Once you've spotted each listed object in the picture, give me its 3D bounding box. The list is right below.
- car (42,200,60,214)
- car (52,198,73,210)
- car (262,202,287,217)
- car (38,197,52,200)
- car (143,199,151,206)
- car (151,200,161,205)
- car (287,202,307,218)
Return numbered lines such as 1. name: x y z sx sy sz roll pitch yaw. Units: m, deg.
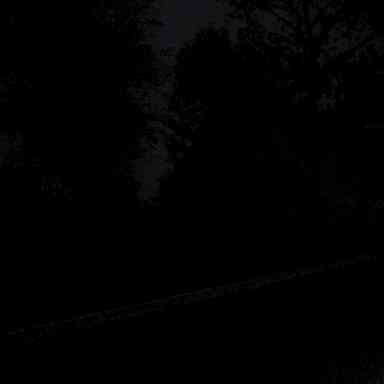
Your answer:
1. car: -18.401 2.143 42.041 1.946 1.575 5.366 0 0 -36
2. car: -21.752 1.991 55.568 2.185 1.767 4.553 0 0 -36
3. car: 6.460 1.648 32.788 2.128 1.511 4.902 4 -3 -34
4. car: -24.023 1.881 53.923 2.435 2.045 5.566 0 0 -36
5. car: -10.391 2.069 63.777 2.163 1.488 4.792 0 0 -36
6. car: -8.119 2.053 65.419 2.163 1.488 4.792 0 0 -36
7. car: 9.552 1.821 34.240 2.128 1.511 4.902 4 -3 -34
